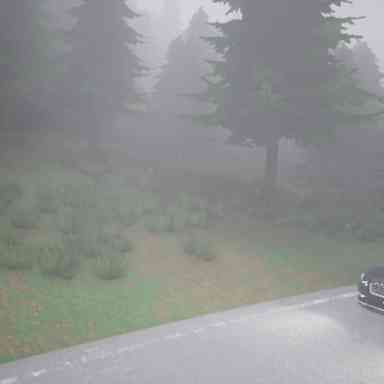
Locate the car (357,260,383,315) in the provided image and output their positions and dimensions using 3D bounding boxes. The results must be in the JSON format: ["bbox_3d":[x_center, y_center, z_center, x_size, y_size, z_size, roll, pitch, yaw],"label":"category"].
[{"bbox_3d":[5.354,1.508,6.342,4.892,1.490,1.837,0,-1,-25],"label":"car"}]
